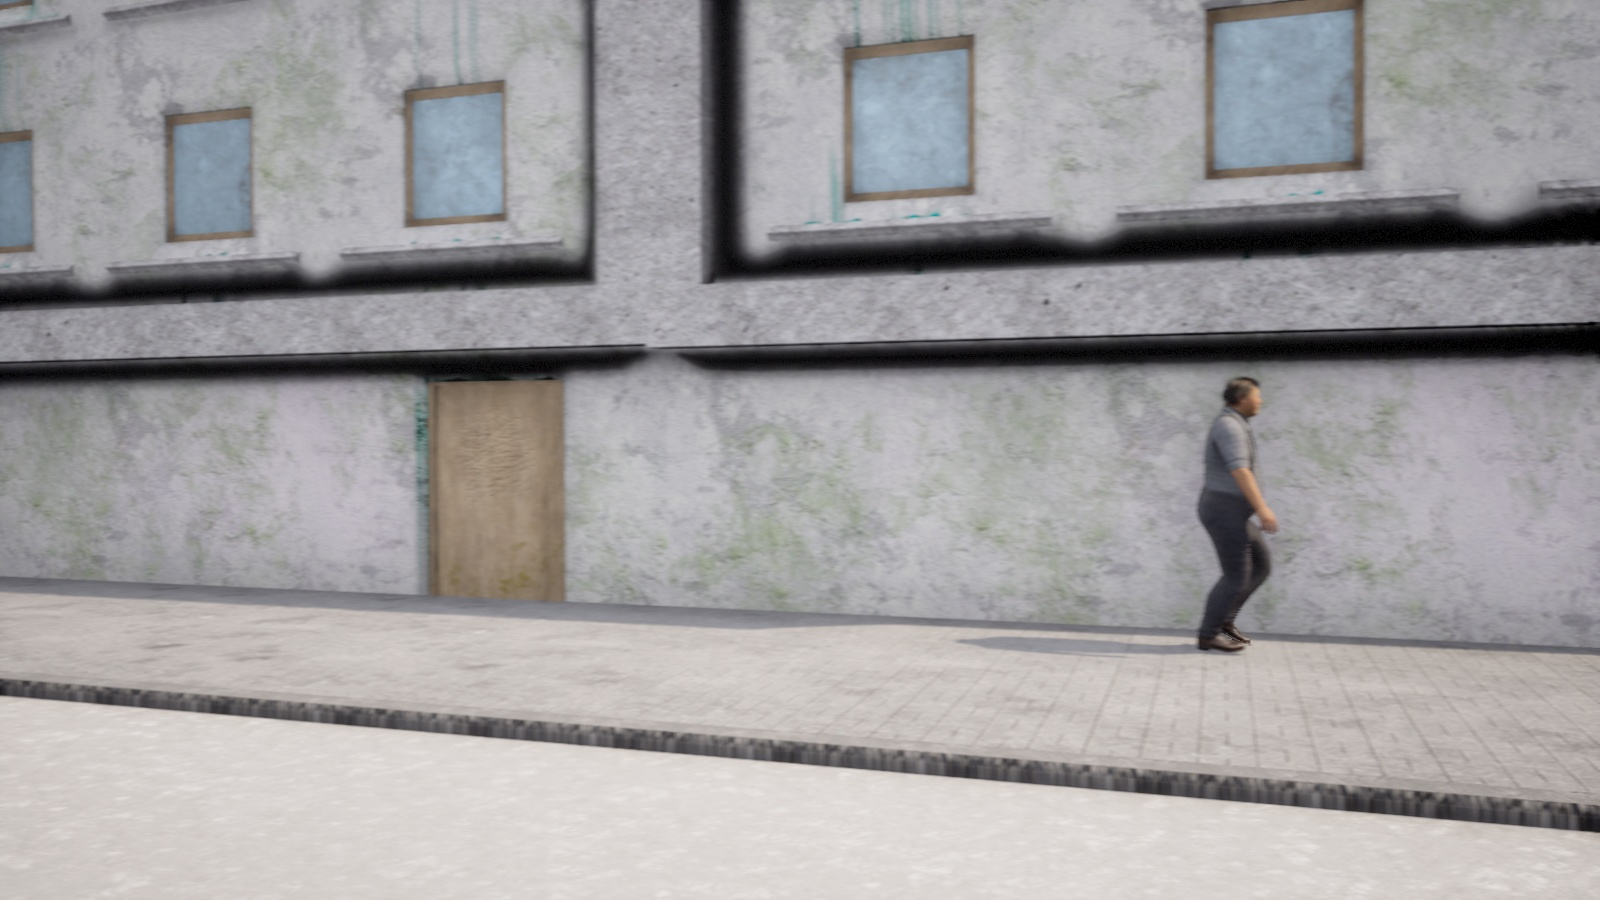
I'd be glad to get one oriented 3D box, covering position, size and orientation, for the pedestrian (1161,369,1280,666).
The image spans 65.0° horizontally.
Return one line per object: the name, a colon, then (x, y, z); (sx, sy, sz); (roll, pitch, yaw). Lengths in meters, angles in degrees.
pedestrian: (2.738, 0.415, 8.193); (0.694, 1.848, 0.540); (1, 1, 19)
